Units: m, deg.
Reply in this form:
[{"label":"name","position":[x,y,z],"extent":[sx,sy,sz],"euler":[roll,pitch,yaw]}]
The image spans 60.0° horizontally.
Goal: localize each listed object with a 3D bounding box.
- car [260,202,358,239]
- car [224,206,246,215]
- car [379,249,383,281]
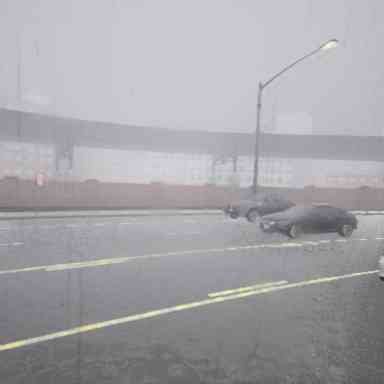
[{"label":"car","position":[5.237,1.215,14.752],"extent":[4.674,1.442,1.812],"euler":[1,2,-24]},{"label":"car","position":[3.851,0.771,17.949],"extent":[4.181,1.385,1.994],"euler":[1,2,-24]},{"label":"car","position":[6.086,1.436,7.200],"extent":[4.674,1.442,1.812],"euler":[1,2,-27]}]
